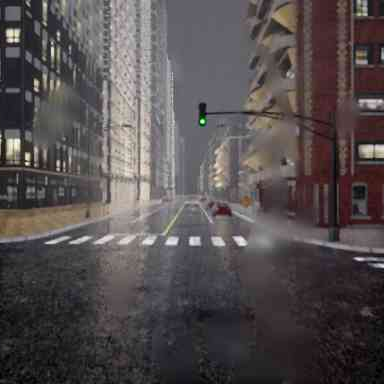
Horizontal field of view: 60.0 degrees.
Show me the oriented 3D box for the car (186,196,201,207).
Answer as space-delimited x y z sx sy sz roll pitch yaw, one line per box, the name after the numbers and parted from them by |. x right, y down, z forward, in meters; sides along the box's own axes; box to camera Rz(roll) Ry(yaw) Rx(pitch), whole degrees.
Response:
0.016 1.700 53.760 1.895 1.301 4.718 0 0 0 | car

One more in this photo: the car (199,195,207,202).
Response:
2.715 1.609 83.588 1.967 1.590 4.097 0 0 0 | car

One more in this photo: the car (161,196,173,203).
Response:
-5.668 1.691 72.292 2.008 1.369 4.403 0 0 0 | car

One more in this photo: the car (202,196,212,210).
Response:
2.704 1.629 44.047 2.008 1.369 4.403 0 0 0 | car

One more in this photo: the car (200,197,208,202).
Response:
2.713 1.736 77.939 1.802 1.307 4.206 0 0 0 | car

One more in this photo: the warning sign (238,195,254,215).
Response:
5.075 1.168 31.245 1.300 1.860 1.060 0 0 0 | warning sign

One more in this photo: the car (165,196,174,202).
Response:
-5.666 1.713 83.590 1.887 1.381 4.507 0 0 0 | car

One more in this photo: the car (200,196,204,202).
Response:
2.706 1.641 49.695 2.008 1.369 4.403 0 0 0 | car

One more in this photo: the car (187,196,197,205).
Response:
0.019 1.599 63.732 1.882 1.535 5.008 0 0 0 | car

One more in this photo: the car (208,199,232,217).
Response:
2.751 1.635 31.130 1.802 1.307 4.206 0 0 0 | car
